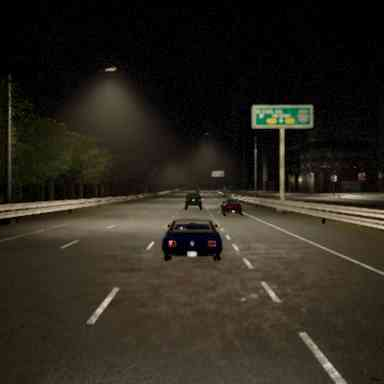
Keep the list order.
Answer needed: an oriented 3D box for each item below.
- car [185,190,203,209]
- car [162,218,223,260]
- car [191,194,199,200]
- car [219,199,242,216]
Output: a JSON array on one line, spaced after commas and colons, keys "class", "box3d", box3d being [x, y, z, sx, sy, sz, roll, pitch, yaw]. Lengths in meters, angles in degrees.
[{"class": "car", "box3d": [0.211, 1.141, 43.928, 2.150, 2.045, 5.566, 0, 0, 1]}, {"class": "car", "box3d": [0.016, 1.595, 12.297, 1.895, 1.301, 4.718, 0, 0, 0]}, {"class": "car", "box3d": [0.691, 1.165, 79.972, 1.812, 1.442, 4.674, 0, 1, 1]}, {"class": "car", "box3d": [3.714, 1.465, 32.130, 1.837, 1.490, 4.892, 0, 1, 0]}]
